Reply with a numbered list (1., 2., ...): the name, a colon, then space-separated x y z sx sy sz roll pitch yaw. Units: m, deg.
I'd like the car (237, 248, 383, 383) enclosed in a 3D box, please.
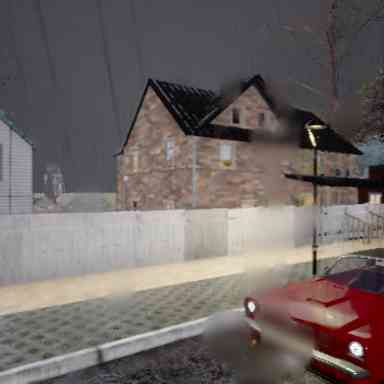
1. car: 2.972 1.628 5.034 4.718 1.301 1.895 0 0 -34
